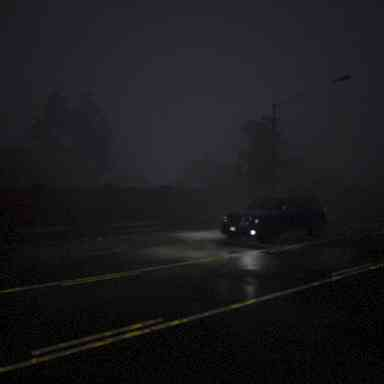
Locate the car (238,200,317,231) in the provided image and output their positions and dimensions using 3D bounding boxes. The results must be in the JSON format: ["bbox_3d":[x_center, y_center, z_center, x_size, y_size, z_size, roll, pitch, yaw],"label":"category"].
[{"bbox_3d":[5.399,1.358,20.738,4.902,1.511,2.128,-1,1,-35],"label":"car"}]

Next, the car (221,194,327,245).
[{"bbox_3d":[3.936,1.138,15.395,5.566,2.045,2.150,-1,1,-35],"label":"car"}]
